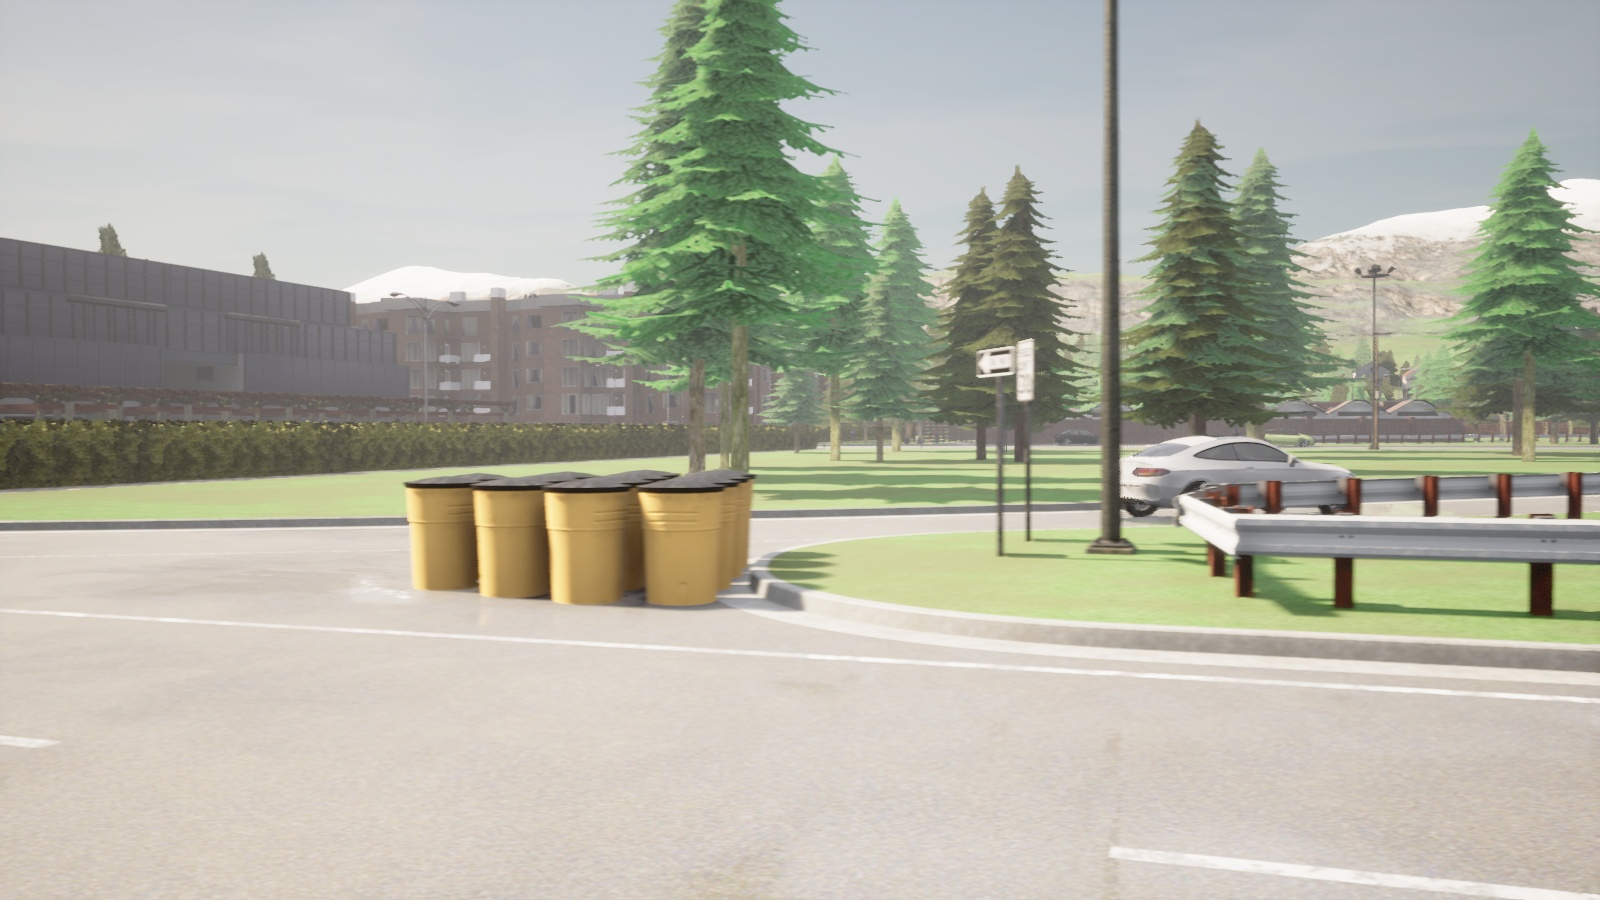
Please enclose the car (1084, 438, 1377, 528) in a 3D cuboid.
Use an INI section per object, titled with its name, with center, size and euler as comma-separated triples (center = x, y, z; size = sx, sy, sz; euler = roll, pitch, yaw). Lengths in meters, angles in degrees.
[car]
center = 7.496, 0.530, 21.904
size = 4.674, 1.442, 1.812
euler = 0, 1, -18
